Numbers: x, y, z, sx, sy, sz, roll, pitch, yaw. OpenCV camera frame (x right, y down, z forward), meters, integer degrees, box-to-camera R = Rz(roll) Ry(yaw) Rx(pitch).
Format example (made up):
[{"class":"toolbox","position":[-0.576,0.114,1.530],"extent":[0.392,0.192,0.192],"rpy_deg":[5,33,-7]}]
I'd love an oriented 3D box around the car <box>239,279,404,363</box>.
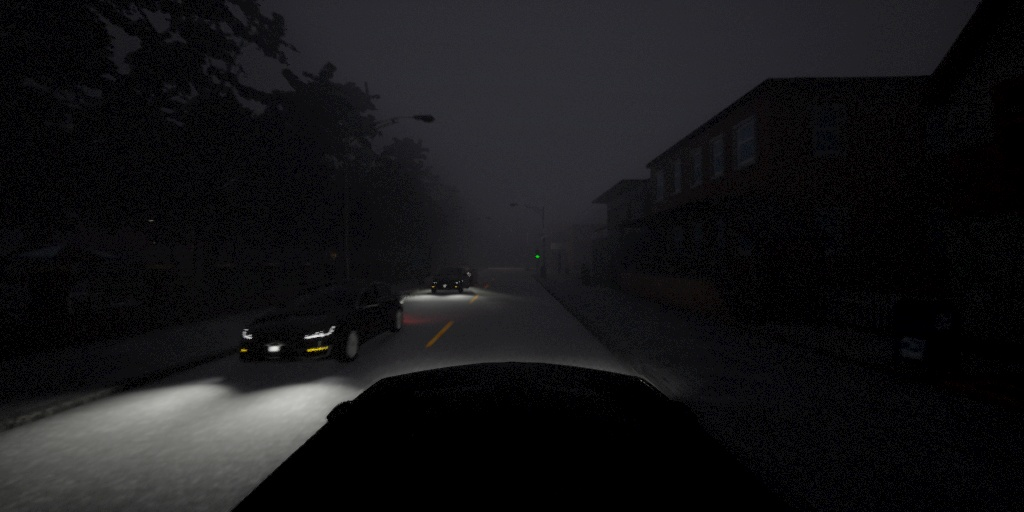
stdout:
[{"class":"car","position":[-4.011,1.343,8.489],"extent":[1.837,1.490,4.892],"rpy_deg":[0,-1,0]}]

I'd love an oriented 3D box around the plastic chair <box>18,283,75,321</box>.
[{"class":"plastic chair","position":[-13.115,1.459,10.131],"extent":[0.750,1.272,0.730],"rpy_deg":[0,0,-39]}]

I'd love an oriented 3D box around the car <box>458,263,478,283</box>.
[{"class":"car","position":[-3.880,1.355,27.647],"extent":[2.097,1.767,4.553],"rpy_deg":[0,-1,1]}]

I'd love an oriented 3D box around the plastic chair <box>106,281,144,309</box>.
[{"class":"plastic chair","position":[-12.887,1.500,12.055],"extent":[0.730,1.272,0.750],"rpy_deg":[0,0,-35]}]

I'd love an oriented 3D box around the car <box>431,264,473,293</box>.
[{"class":"car","position":[-3.840,1.464,22.942],"extent":[1.837,1.490,4.892],"rpy_deg":[0,0,0]}]

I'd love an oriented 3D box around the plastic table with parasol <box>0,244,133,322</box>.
[{"class":"plastic table with parasol","position":[-13.865,0.869,11.160],"extent":[2.482,2.480,2.482],"rpy_deg":[0,0,-40]}]
